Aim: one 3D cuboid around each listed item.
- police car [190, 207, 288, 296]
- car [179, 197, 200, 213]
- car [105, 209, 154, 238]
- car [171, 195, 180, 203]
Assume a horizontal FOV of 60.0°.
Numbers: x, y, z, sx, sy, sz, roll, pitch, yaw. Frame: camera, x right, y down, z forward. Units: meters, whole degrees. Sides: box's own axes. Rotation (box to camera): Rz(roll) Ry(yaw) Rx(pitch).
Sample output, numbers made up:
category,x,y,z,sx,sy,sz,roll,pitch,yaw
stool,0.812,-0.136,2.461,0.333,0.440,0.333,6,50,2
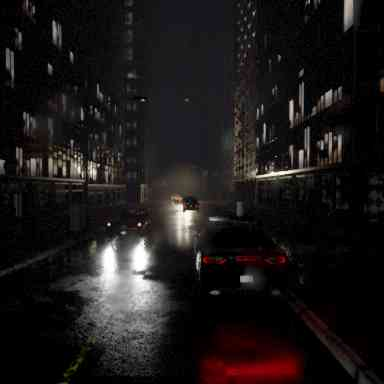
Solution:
category,x,y,z,sx,sy,sz,roll,pitch,yaw
police car,1.009,1.424,8.803,1.930,1.638,5.238,0,0,0
car,-0.099,1.553,37.274,2.033,1.411,5.357,0,0,0
car,-3.185,1.599,17.730,1.895,1.301,4.718,0,0,0
car,-3.351,1.393,72.490,2.097,1.767,4.553,0,0,0
